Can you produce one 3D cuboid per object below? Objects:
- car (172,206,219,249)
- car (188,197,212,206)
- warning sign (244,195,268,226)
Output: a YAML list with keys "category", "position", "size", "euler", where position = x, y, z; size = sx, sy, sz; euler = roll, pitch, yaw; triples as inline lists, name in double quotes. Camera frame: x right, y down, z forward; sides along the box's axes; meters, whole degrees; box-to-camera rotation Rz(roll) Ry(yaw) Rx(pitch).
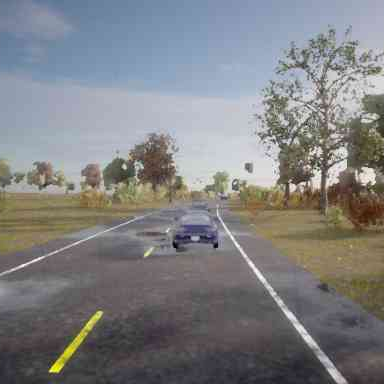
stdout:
- category: "car"
  position: [0.178, 1.540, 14.570]
  size: [1.812, 1.442, 4.674]
  euler: [0, 0, 1]
- category: "car"
  position: [0.712, 1.518, 29.520]
  size: [2.128, 1.511, 4.902]
  euler: [0, 0, 3]
- category: "warning sign"
  position: [3.885, 1.125, 20.354]
  size: [1.300, 1.860, 1.060]
  euler: [-1, -1, 2]
